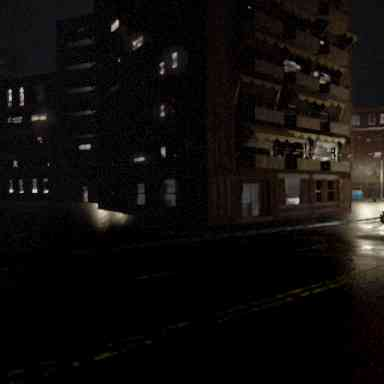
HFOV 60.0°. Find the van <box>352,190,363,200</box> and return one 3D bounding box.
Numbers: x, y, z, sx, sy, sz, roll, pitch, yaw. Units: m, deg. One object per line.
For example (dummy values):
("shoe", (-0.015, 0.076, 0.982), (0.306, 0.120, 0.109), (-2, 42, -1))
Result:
("van", (29.925, 0.538, 62.391), (3.998, 1.788, 1.690), (1, 0, 21))

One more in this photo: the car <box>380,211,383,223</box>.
("car", (14.625, 1.378, 22.716), (4.674, 1.442, 1.812), (0, 0, -38))
